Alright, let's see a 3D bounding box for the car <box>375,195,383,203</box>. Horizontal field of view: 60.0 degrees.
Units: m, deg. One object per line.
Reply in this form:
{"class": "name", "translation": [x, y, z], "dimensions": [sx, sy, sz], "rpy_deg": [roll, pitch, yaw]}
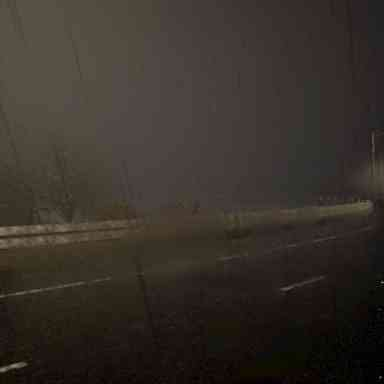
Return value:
{"class": "car", "translation": [43.099, 1.697, 76.979], "dimensions": [1.837, 1.490, 4.892], "rpy_deg": [0, 0, 6]}

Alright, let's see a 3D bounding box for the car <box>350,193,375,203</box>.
{"class": "car", "translation": [39.617, 1.430, 77.386], "dimensions": [2.150, 2.045, 5.566], "rpy_deg": [0, 0, 6]}

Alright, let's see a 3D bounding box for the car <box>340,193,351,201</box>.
{"class": "car", "translation": [40.427, 1.724, 85.212], "dimensions": [1.882, 1.535, 5.008], "rpy_deg": [0, 0, 3]}
